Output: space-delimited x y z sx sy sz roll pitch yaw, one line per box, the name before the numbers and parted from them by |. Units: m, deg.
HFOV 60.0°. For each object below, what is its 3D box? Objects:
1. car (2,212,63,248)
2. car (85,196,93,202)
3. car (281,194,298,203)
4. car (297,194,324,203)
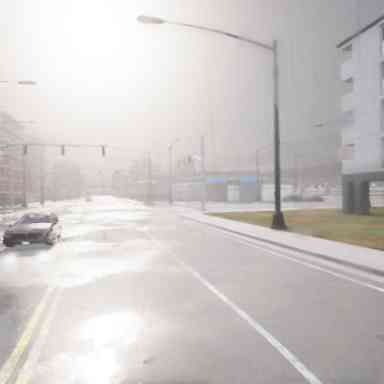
car | -7.341 1.669 15.876 2.033 1.411 5.357 -1 0 -15
car | -27.817 1.930 89.938 1.882 1.535 5.008 -1 0 -16
car | 18.546 1.175 61.376 4.892 1.490 1.837 -1 1 -31
car | 21.452 1.149 59.093 4.674 1.442 1.812 -1 0 -33
